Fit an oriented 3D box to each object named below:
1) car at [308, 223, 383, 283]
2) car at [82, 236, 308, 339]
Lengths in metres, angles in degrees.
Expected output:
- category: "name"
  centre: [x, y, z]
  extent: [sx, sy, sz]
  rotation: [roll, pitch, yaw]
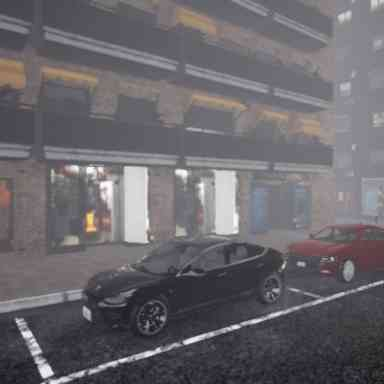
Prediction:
- category: "car"
  centre: [4.647, 1.631, 9.883]
  extent: [4.507, 1.381, 1.887]
  rotation: [1, -1, -35]
- category: "car"
  centre: [0.085, 1.601, 6.631]
  extent: [4.313, 1.339, 1.947]
  rotation: [1, -1, -35]
